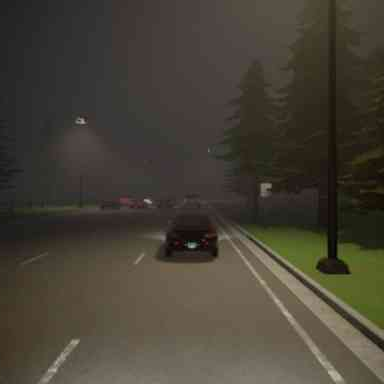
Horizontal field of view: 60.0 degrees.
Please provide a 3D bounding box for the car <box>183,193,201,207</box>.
[{"bbox_3d":[-0.016,1.171,43.443,2.150,2.045,5.566,0,0,0],"label":"car"}]

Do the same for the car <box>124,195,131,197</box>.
[{"bbox_3d":[-10.520,1.289,53.800,2.097,1.767,4.553,0,0,0],"label":"car"}]

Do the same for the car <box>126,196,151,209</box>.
[{"bbox_3d":[-7.016,1.549,43.858,1.895,1.301,4.718,0,0,0],"label":"car"}]

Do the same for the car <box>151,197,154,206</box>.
[{"bbox_3d":[-7.020,1.463,53.831,1.812,1.442,4.674,0,0,0],"label":"car"}]

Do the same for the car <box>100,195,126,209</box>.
[{"bbox_3d":[-10.516,1.496,43.410,2.033,1.411,5.357,0,0,0],"label":"car"}]

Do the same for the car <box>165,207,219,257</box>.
[{"bbox_3d":[-0.005,1.511,12.801,1.812,1.442,4.674,0,0,0],"label":"car"}]

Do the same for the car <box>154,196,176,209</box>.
[{"bbox_3d":[-3.516,1.513,43.829,1.994,1.385,4.181,0,0,0],"label":"car"}]
